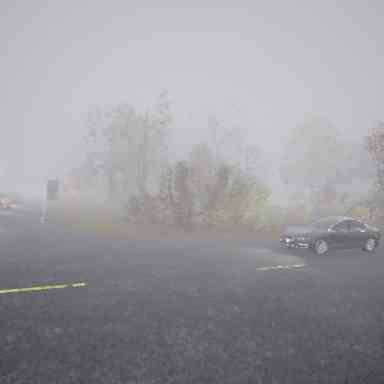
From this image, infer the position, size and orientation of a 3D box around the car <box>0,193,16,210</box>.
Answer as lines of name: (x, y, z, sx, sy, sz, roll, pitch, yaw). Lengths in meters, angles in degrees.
car: (-19.475, 0.857, 33.566, 2.097, 1.767, 4.553, 3, -1, -23)

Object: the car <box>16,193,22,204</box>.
car: (-25.335, 0.871, 47.170, 2.128, 1.511, 4.902, 3, -1, -23)

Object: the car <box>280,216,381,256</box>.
car: (6.190, 1.868, 14.800, 4.892, 1.490, 1.837, 2, 0, -25)
